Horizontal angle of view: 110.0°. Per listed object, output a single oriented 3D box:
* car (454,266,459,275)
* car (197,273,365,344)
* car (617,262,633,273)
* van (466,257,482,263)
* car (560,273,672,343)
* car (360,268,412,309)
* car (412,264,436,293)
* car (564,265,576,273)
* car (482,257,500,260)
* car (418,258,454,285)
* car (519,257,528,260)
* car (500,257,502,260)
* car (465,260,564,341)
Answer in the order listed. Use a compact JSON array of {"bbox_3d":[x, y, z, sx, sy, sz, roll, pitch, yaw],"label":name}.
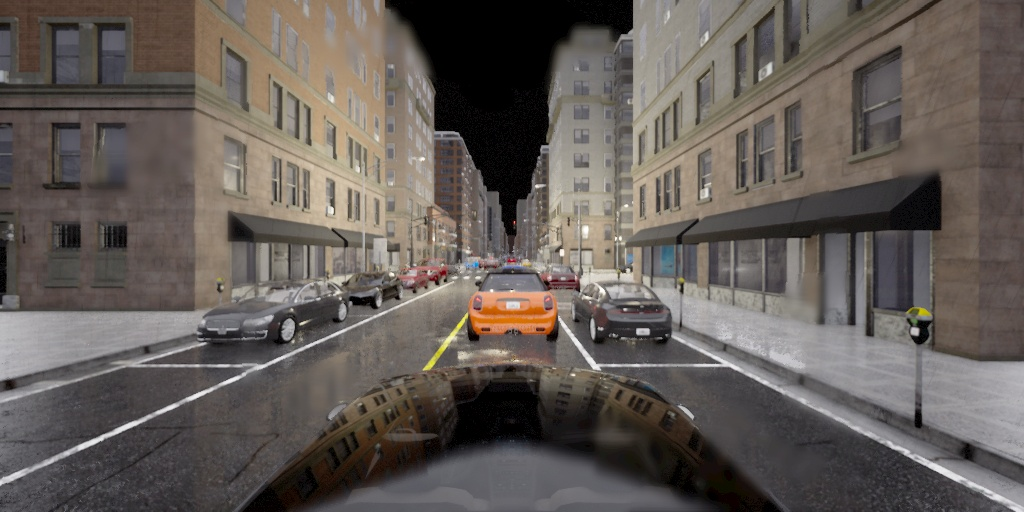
[{"bbox_3d":[-7.755,1.281,36.429,4.892,1.490,1.837,-1,0,14],"label":"car"},{"bbox_3d":[-5.863,1.306,9.436,2.007,1.370,4.403,0,0,0],"label":"car"},{"bbox_3d":[14.532,1.271,41.153,4.892,1.490,1.837,0,0,1],"label":"car"},{"bbox_3d":[-5.901,1.121,52.955,1.690,1.789,3.998,0,0,0],"label":"van"},{"bbox_3d":[2.663,1.306,9.467,2.007,1.370,4.403,0,0,0],"label":"car"},{"bbox_3d":[-5.867,1.325,14.961,1.948,1.339,4.313,0,0,0],"label":"car"},{"bbox_3d":[-5.872,1.345,20.484,1.802,1.307,4.207,0,0,0],"label":"car"},{"bbox_3d":[2.654,1.203,20.517,1.967,1.591,4.097,0,0,0],"label":"car"},{"bbox_3d":[-3.131,1.258,53.541,1.882,1.535,5.008,0,0,0],"label":"car"},{"bbox_3d":[-5.877,1.081,26.008,2.192,1.841,5.009,0,0,0],"label":"car"},{"bbox_3d":[2.615,1.311,64.348,1.751,1.417,4.829,0,0,0],"label":"car"},{"bbox_3d":[-3.120,1.311,62.884,1.812,1.442,4.674,0,0,0],"label":"car"},{"bbox_3d":[0.014,1.108,10.021,2.097,1.767,4.553,0,0,0],"label":"car"}]
